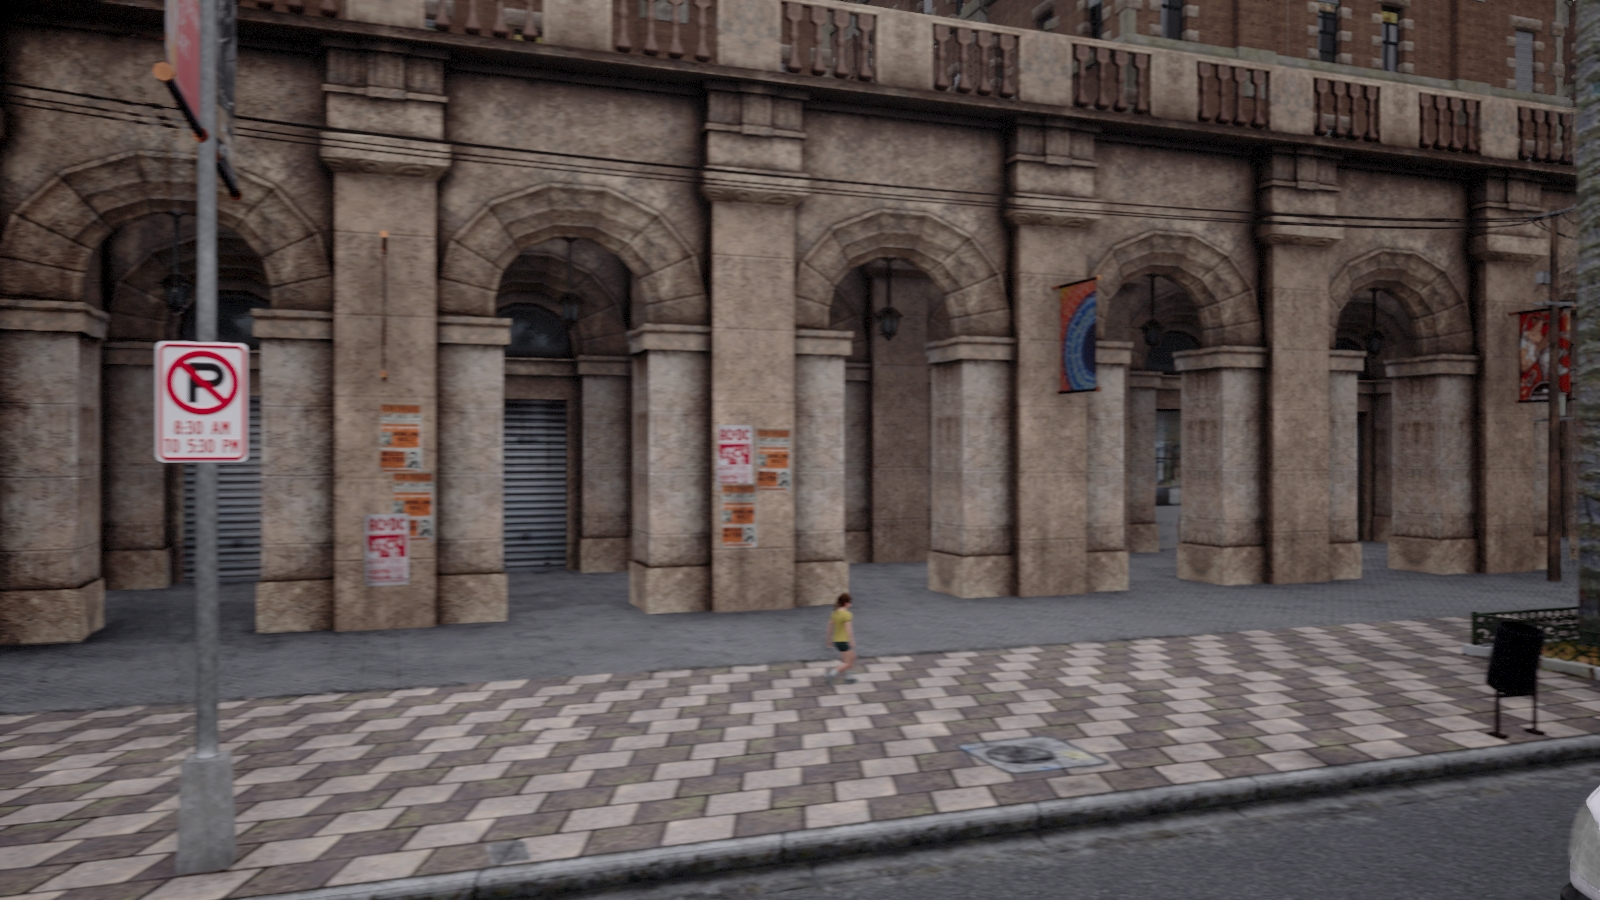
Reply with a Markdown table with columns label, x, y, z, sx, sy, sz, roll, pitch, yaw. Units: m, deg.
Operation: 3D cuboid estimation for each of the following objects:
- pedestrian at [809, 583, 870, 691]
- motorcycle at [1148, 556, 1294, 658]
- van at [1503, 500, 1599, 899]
| label | x | y | z | sx | sy | sz | roll | pitch | yaw |
| --- | --- | --- | --- | --- | --- | --- | --- | --- | --- |
| pedestrian | 0.439 | 2.076 | 12.793 | 0.500 | 1.100 | 0.500 | 0 | 0 | -31 |
| motorcycle | 5.927 | 2.182 | 16.103 | 1.805 | 1.236 | 0.856 | 0 | 0 | -20 |
| van | 6.574 | 1.534 | 5.696 | 5.915 | 2.561 | 1.988 | 0 | 0 | -20 |
